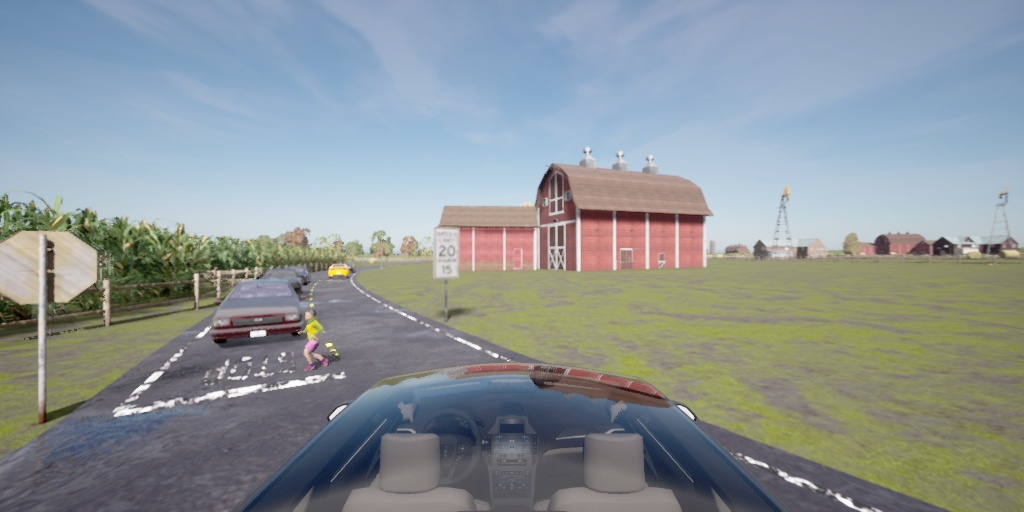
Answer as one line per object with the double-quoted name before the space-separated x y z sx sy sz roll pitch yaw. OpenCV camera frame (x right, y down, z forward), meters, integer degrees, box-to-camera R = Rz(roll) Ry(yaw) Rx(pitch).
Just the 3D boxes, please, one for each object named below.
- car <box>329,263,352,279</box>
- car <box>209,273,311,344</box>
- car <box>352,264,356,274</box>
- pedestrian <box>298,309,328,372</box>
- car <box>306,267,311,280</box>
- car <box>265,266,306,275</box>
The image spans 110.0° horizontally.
"car" -18.690 1.614 38.901 1.882 1.535 5.008 0 -1 -23
"car" -7.177 1.401 10.408 2.033 1.411 5.357 0 -1 -32
"car" -23.566 1.763 51.486 1.812 1.442 4.674 0 0 -20
"pedestrian" -3.497 1.478 6.404 0.500 1.100 0.500 -1 1 -33
"car" -17.104 1.536 28.405 2.128 1.511 4.902 0 -1 -26
"car" -12.321 1.429 19.194 1.882 1.535 5.008 0 -1 -29
